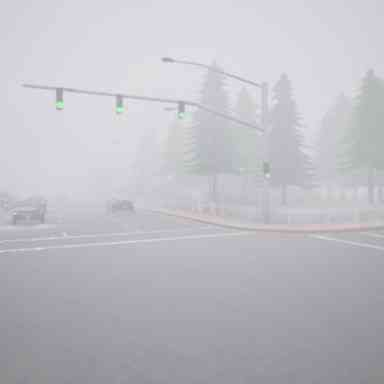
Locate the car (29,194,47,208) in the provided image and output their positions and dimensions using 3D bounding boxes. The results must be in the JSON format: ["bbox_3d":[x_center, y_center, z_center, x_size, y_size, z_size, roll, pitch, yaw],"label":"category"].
[{"bbox_3d":[-18.731,1.073,40.569,1.812,1.442,4.674,-1,1,-24],"label":"car"}]

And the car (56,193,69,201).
[{"bbox_3d":[-22.514,0.874,58.020,1.994,1.385,4.181,-1,1,-24],"label":"car"}]

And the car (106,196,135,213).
[{"bbox_3d":[-6.687,1.103,30.656,1.812,1.442,4.674,-1,1,-24],"label":"car"}]

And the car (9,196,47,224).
[{"bbox_3d":[-11.063,1.275,22.722,1.812,1.442,4.674,-1,1,-24],"label":"car"}]

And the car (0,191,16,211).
[{"bbox_3d":[-19.741,0.884,34.008,2.150,2.045,5.566,-1,1,-23],"label":"car"}]

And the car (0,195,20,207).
[{"bbox_3d":[-23.909,1.099,43.694,2.033,1.411,5.357,-1,1,-24],"label":"car"}]

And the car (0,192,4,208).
[{"bbox_3d":[-15.932,1.114,25.149,2.097,1.767,4.553,-1,1,-24],"label":"car"}]

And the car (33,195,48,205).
[{"bbox_3d":[-14.725,1.131,31.189,1.882,1.535,5.008,-1,1,-23],"label":"car"}]
